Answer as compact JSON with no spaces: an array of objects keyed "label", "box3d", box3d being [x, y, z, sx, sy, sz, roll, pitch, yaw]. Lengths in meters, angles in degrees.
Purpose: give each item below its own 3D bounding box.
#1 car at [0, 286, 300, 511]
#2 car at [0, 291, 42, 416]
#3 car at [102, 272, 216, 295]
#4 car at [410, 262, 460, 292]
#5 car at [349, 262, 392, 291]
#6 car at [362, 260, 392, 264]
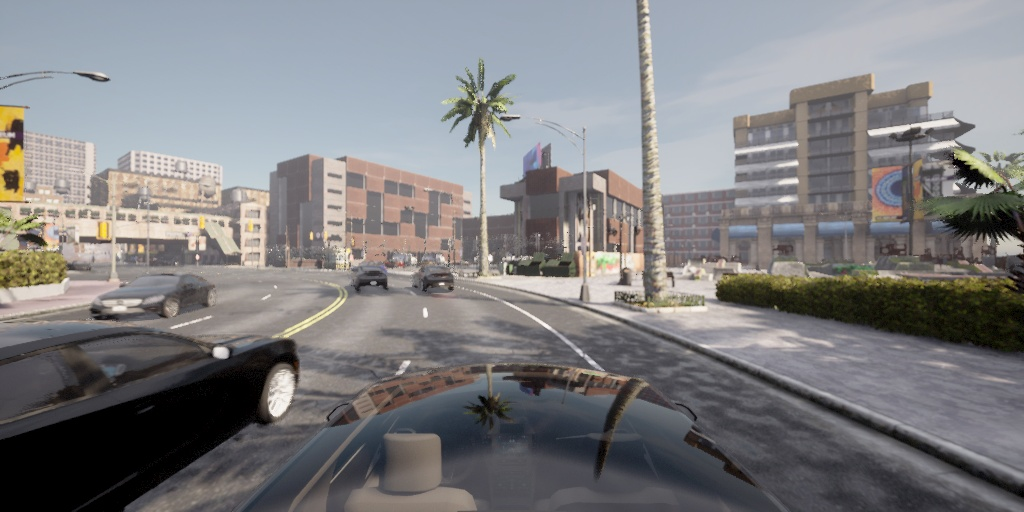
[{"label":"car","box3d":[-3.664,1.233,2.711,1.882,1.535,5.008,0,0,-2]},{"label":"car","box3d":[-7.300,1.232,2.384,1.882,1.535,5.008,0,0,-3]},{"label":"car","box3d":[-12.503,1.331,12.943,1.812,1.442,4.674,0,0,-19]},{"label":"car","box3d":[-5.036,1.354,22.573,1.837,1.490,4.892,1,-1,-25]},{"label":"car","box3d":[-9.376,1.358,23.375,1.837,1.490,4.892,1,-1,-29]},{"label":"car","box3d":[-13.988,1.263,35.053,2.097,1.767,4.553,0,0,-43]}]
